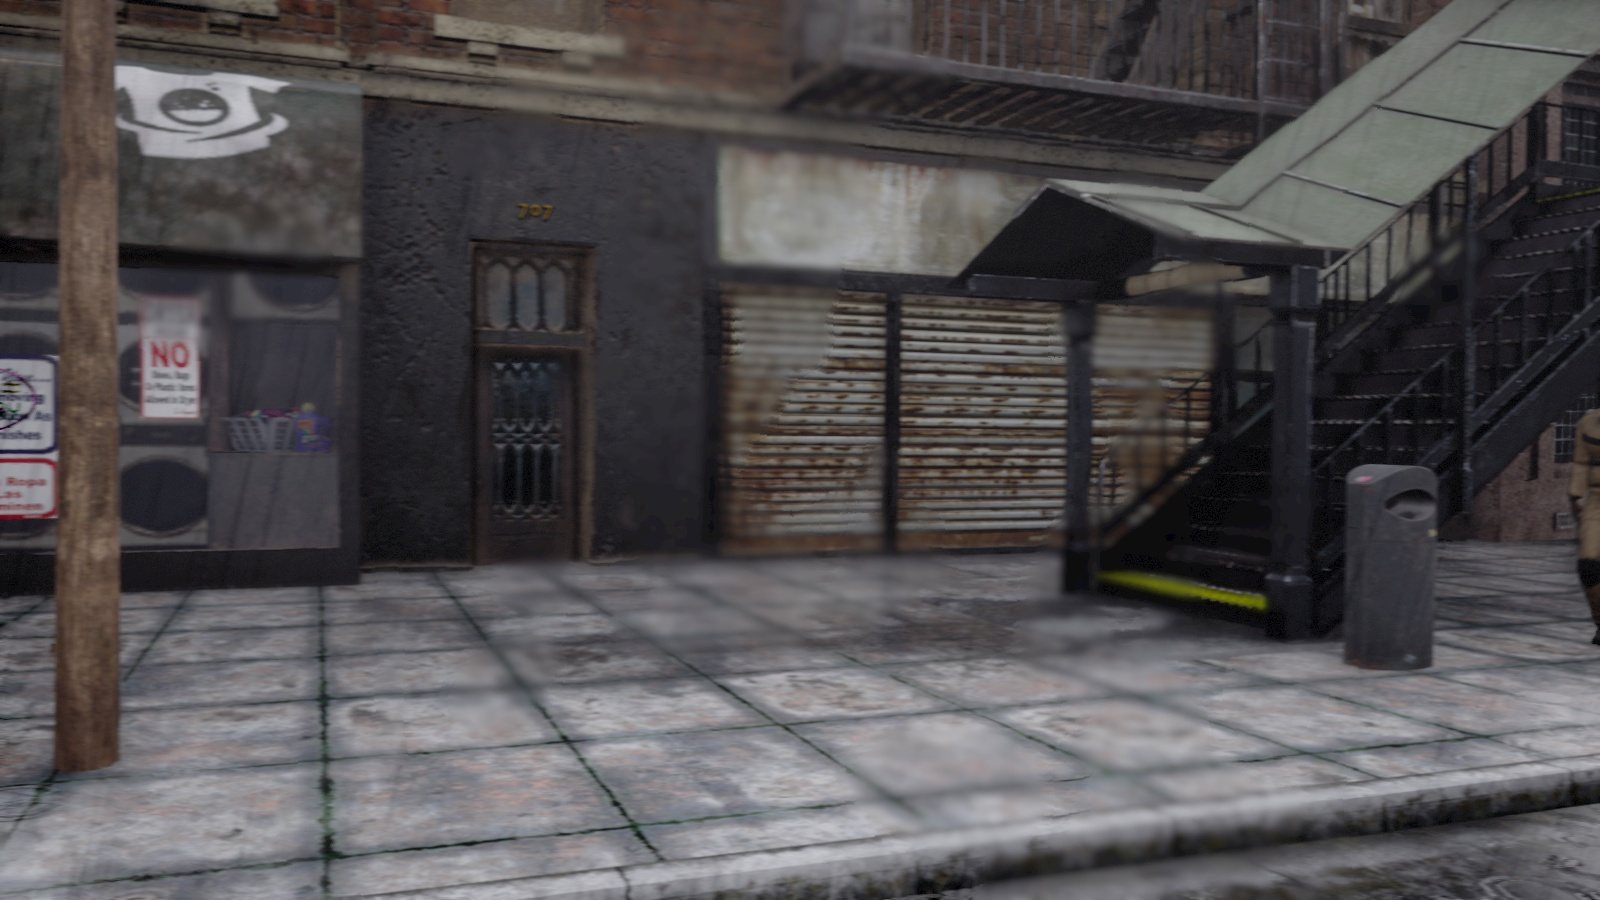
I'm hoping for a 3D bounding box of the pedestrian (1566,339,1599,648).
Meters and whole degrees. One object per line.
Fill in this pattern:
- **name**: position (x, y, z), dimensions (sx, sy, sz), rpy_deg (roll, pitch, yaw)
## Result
- **pedestrian**: position (5.274, 0.267, 8.043), dimensions (0.692, 1.930, 0.396), rpy_deg (-1, 1, -37)
